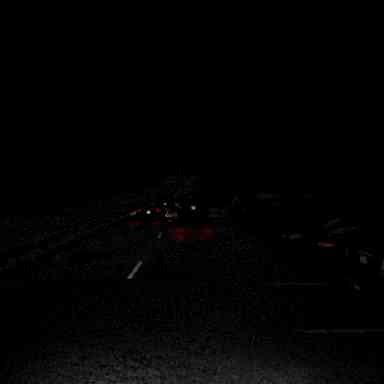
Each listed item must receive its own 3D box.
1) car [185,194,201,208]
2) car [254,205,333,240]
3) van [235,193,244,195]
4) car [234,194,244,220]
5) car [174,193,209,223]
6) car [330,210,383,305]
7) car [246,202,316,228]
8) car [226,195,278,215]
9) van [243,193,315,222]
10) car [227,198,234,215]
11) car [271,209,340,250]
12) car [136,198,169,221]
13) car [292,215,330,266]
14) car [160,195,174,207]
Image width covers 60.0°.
[{"bbox_3d":[0.100,1.068,42.024,1.882,1.535,5.008,0,1,0],"label":"car"},{"bbox_3d":[5.507,1.478,14.844,4.792,1.488,2.163,0,0,0],"label":"car"},{"bbox_3d":[5.419,1.096,28.616,4.442,1.987,1.878,0,1,0],"label":"van"},{"bbox_3d":[5.505,1.258,23.233,4.553,1.767,2.185,0,1,0],"label":"car"},{"bbox_3d":[0.097,1.113,24.465,2.150,2.045,5.566,0,1,0],"label":"car"},{"bbox_3d":[5.507,1.354,6.570,4.553,1.767,2.185,0,0,0],"label":"car"},{"bbox_3d":[5.566,1.458,17.597,4.792,1.488,2.163,0,0,0],"label":"car"},{"bbox_3d":[5.565,1.156,31.370,4.553,1.767,2.185,0,1,0],"label":"car"},{"bbox_3d":[5.653,1.183,20.347,4.442,1.987,1.878,0,1,0],"label":"van"},{"bbox_3d":[5.530,1.356,25.861,4.892,1.521,2.231,0,1,0],"label":"car"},{"bbox_3d":[5.540,1.500,12.086,4.674,1.452,2.002,0,0,0],"label":"car"},{"bbox_3d":[-3.155,1.436,26.167,1.994,1.385,4.181,0,1,0],"label":"car"},{"bbox_3d":[5.535,1.510,9.332,4.674,1.452,2.002,0,0,0],"label":"car"},{"bbox_3d":[-3.153,1.102,41.663,1.837,1.490,4.892,0,1,0],"label":"car"}]
